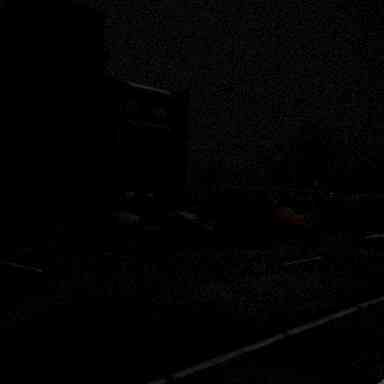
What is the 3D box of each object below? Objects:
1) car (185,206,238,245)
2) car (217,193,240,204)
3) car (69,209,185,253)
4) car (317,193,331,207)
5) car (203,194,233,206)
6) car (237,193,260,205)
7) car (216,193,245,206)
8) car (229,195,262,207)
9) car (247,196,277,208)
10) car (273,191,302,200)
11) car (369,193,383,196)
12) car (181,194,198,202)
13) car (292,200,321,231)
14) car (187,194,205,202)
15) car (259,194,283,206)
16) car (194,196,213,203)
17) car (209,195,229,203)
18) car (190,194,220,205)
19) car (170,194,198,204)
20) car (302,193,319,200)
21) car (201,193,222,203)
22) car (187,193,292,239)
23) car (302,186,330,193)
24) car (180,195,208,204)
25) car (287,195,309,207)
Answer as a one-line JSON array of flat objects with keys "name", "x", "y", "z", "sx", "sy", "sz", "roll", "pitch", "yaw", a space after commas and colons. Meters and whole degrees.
[{"name": "car", "x": -0.548, "y": 1.512, "z": 15.533, "sx": 4.674, "sy": 1.452, "sz": 2.002, "roll": -1, "pitch": -1, "yaw": 35}, {"name": "car", "x": 8.000, "y": 1.442, "z": 72.291, "sx": 2.435, "sy": 2.045, "sz": 5.566, "roll": 1, "pitch": -2, "yaw": 35}, {"name": "car", "x": -3.020, "y": 1.472, "z": 13.788, "sx": 5.008, "sy": 1.535, "sz": 2.097, "roll": -1, "pitch": -1, "yaw": 35}, {"name": "car", "x": 21.778, "y": 1.562, "z": 52.422, "sx": 2.185, "sy": 1.767, "sz": 4.553, "roll": 1, "pitch": -2, "yaw": 35}, {"name": "car", "x": 3.853, "y": 1.164, "z": 48.886, "sx": 1.946, "sy": 1.575, "sz": 5.366, "roll": 0, "pitch": -1, "yaw": 35}, {"name": "car", "x": 11.486, "y": 1.444, "z": 67.373, "sx": 2.435, "sy": 2.045, "sz": 5.566, "roll": 1, "pitch": -2, "yaw": 35}, {"name": "car", "x": 5.420, "y": 1.037, "z": 46.277, "sx": 2.185, "sy": 1.767, "sz": 4.553, "roll": 0, "pitch": -1, "yaw": 35}, {"name": "car", "x": 7.121, "y": 1.163, "z": 43.865, "sx": 2.231, "sy": 1.521, "sz": 4.892, "roll": 0, "pitch": -1, "yaw": 35}, {"name": "car", "x": 8.810, "y": 1.202, "z": 41.437, "sx": 2.002, "sy": 1.452, "sz": 4.674, "roll": 1, "pitch": 0, "yaw": 35}, {"name": "car", "x": 10.491, "y": 0.909, "z": 38.982, "sx": 2.435, "sy": 2.045, "sz": 5.566, "roll": 1, "pitch": -1, "yaw": 35}, {"name": "car", "x": 29.359, "y": 0.822, "z": 53.501, "sx": 1.882, "sy": 1.535, "sz": 5.008, "roll": 2, "pitch": 3, "yaw": -34}, {"name": "car", "x": -0.625, "y": 1.571, "z": 84.707, "sx": 2.185, "sy": 1.767, "sz": 4.553, "roll": 1, "pitch": -2, "yaw": 35}, {"name": "car", "x": 4.228, "y": 1.454, "z": 19.128, "sx": 5.366, "sy": 1.575, "sz": 1.946, "roll": -1, "pitch": 0, "yaw": 35}, {"name": "car", "x": 1.109, "y": 1.571, "z": 82.223, "sx": 2.185, "sy": 1.767, "sz": 4.553, "roll": 1, "pitch": -2, "yaw": 35}, {"name": "car", "x": 14.899, "y": 1.440, "z": 62.356, "sx": 2.435, "sy": 2.045, "sz": 5.566, "roll": 1, "pitch": -2, "yaw": 35}, {"name": "car", "x": 2.826, "y": 1.725, "z": 79.733, "sx": 2.163, "sy": 1.488, "sz": 4.792, "roll": 1, "pitch": -2, "yaw": 35}, {"name": "car", "x": 6.186, "y": 1.685, "z": 74.639, "sx": 1.946, "sy": 1.575, "sz": 5.366, "roll": 1, "pitch": -2, "yaw": 35}, {"name": "car", "x": 2.068, "y": 1.165, "z": 51.157, "sx": 2.231, "sy": 1.521, "sz": 4.892, "roll": 0, "pitch": -1, "yaw": 35}, {"name": "car", "x": -1.299, "y": 1.166, "z": 56.020, "sx": 2.097, "sy": 1.535, "sz": 5.008, "roll": 0, "pitch": -1, "yaw": 36}, {"name": "car", "x": 20.096, "y": 1.566, "z": 54.952, "sx": 2.185, "sy": 1.767, "sz": 4.553, "roll": 1, "pitch": -2, "yaw": 35}, {"name": "car", "x": 4.593, "y": 1.446, "z": 77.307, "sx": 2.435, "sy": 2.045, "sz": 5.566, "roll": 1, "pitch": -2, "yaw": 35}, {"name": "car", "x": 1.886, "y": 1.215, "z": 17.288, "sx": 5.566, "sy": 2.045, "sz": 2.435, "roll": -1, "pitch": 0, "yaw": 35}, {"name": "car", "x": 23.206, "y": -0.193, "z": 62.445, "sx": 2.150, "sy": 2.045, "sz": 5.566, "roll": 2, "pitch": 3, "yaw": -34}, {"name": "car", "x": 0.369, "y": 1.194, "z": 53.567, "sx": 2.163, "sy": 1.488, "sz": 4.792, "roll": 1, "pitch": -1, "yaw": 35}, {"name": "car", "x": 18.366, "y": 1.566, "z": 57.436, "sx": 2.185, "sy": 1.767, "sz": 4.553, "roll": 1, "pitch": -2, "yaw": 35}]
